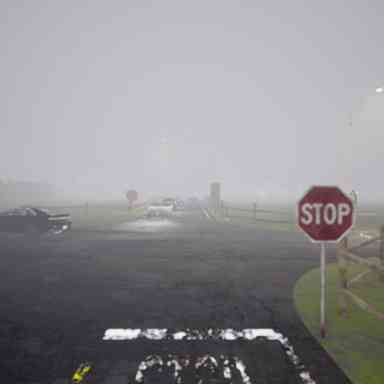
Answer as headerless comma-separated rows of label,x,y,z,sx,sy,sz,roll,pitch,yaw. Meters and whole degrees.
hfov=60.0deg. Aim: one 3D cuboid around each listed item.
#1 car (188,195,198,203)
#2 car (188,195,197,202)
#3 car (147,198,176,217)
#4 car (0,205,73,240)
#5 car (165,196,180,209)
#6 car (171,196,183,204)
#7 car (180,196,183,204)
car,0.190,1.304,62.205,1.882,1.535,5.008,0,0,0
car,0.134,1.391,72.345,1.895,1.301,4.718,0,0,0
car,-2.825,1.518,29.906,1.895,1.301,4.718,0,0,1
car,-8.250,1.401,16.350,4.902,1.511,2.128,1,0,19
car,-2.770,1.369,39.388,1.882,1.535,5.008,0,0,0
car,-2.663,1.393,61.041,1.994,1.385,4.181,0,0,0
car,-2.735,1.428,49.196,1.994,1.385,4.181,0,0,1
